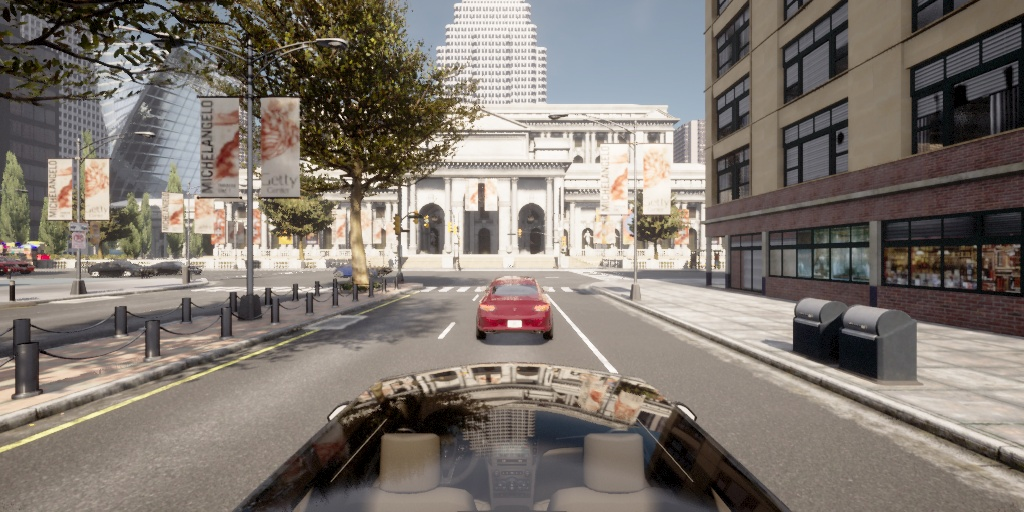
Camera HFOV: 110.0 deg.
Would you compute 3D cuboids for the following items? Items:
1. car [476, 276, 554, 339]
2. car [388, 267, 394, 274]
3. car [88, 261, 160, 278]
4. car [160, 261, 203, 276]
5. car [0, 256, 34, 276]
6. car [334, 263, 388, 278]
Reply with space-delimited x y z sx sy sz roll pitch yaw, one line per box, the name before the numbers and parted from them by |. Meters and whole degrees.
car | 0.074 1.276 9.929 1.812 1.442 4.674 0 0 0
car | -14.722 1.351 36.772 4.718 1.301 1.895 0 0 0
car | -36.344 1.256 33.375 4.892 1.490 1.837 0 0 0
car | -34.611 1.276 36.871 4.674 1.442 1.812 0 0 0
car | -52.950 0.973 36.812 5.566 2.045 2.150 0 0 -2
car | -14.185 1.314 33.269 4.181 1.385 1.994 0 0 0
